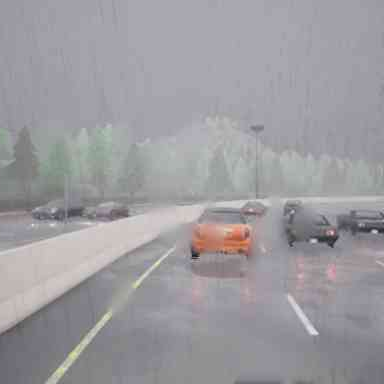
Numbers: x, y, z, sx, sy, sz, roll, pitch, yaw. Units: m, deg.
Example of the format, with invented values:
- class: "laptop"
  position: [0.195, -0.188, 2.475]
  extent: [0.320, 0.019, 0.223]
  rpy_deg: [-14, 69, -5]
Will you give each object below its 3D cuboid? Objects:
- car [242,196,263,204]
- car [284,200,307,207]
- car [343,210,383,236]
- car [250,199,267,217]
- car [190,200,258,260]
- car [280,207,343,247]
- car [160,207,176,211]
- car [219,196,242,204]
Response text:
- class: "car"
  position: [11.553, 1.467, 63.642]
  extent: [1.882, 1.535, 5.008]
  rpy_deg: [0, 0, 37]
- class: "car"
  position: [9.972, 1.514, 32.256]
  extent: [1.837, 1.490, 4.892]
  rpy_deg: [0, 0, 21]
- class: "car"
  position: [9.293, 1.619, 18.215]
  extent: [1.895, 1.301, 4.718]
  rpy_deg: [0, 0, 12]
- class: "car"
  position: [5.850, 1.560, 31.136]
  extent: [1.994, 1.385, 4.181]
  rpy_deg: [0, 0, 19]
- class: "car"
  position: [1.240, 1.347, 12.655]
  extent: [2.097, 1.767, 4.553]
  rpy_deg: [0, 0, 8]
- class: "car"
  position: [5.118, 1.607, 15.135]
  extent: [1.895, 1.301, 4.718]
  rpy_deg: [0, 0, 10]
- class: "car"
  position: [-1.970, 1.571, 30.613]
  extent: [1.895, 1.301, 4.718]
  rpy_deg: [0, 0, 18]
- class: "car"
  position: [7.539, 1.524, 64.219]
  extent: [2.033, 1.411, 5.357]
  rpy_deg: [0, 0, 37]
